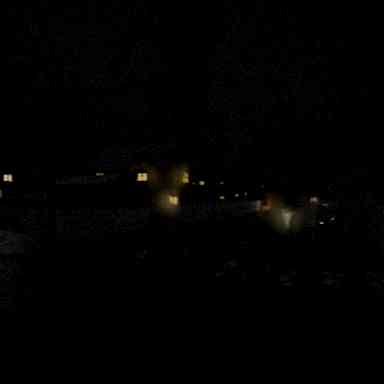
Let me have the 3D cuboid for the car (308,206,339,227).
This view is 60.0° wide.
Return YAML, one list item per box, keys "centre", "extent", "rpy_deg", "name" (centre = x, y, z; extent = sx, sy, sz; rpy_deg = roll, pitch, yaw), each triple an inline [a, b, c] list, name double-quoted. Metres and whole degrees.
- centre: [9.967, 1.729, 24.953]
  extent: [2.033, 1.411, 5.357]
  rpy_deg: [-1, -1, 26]
  name: "car"
